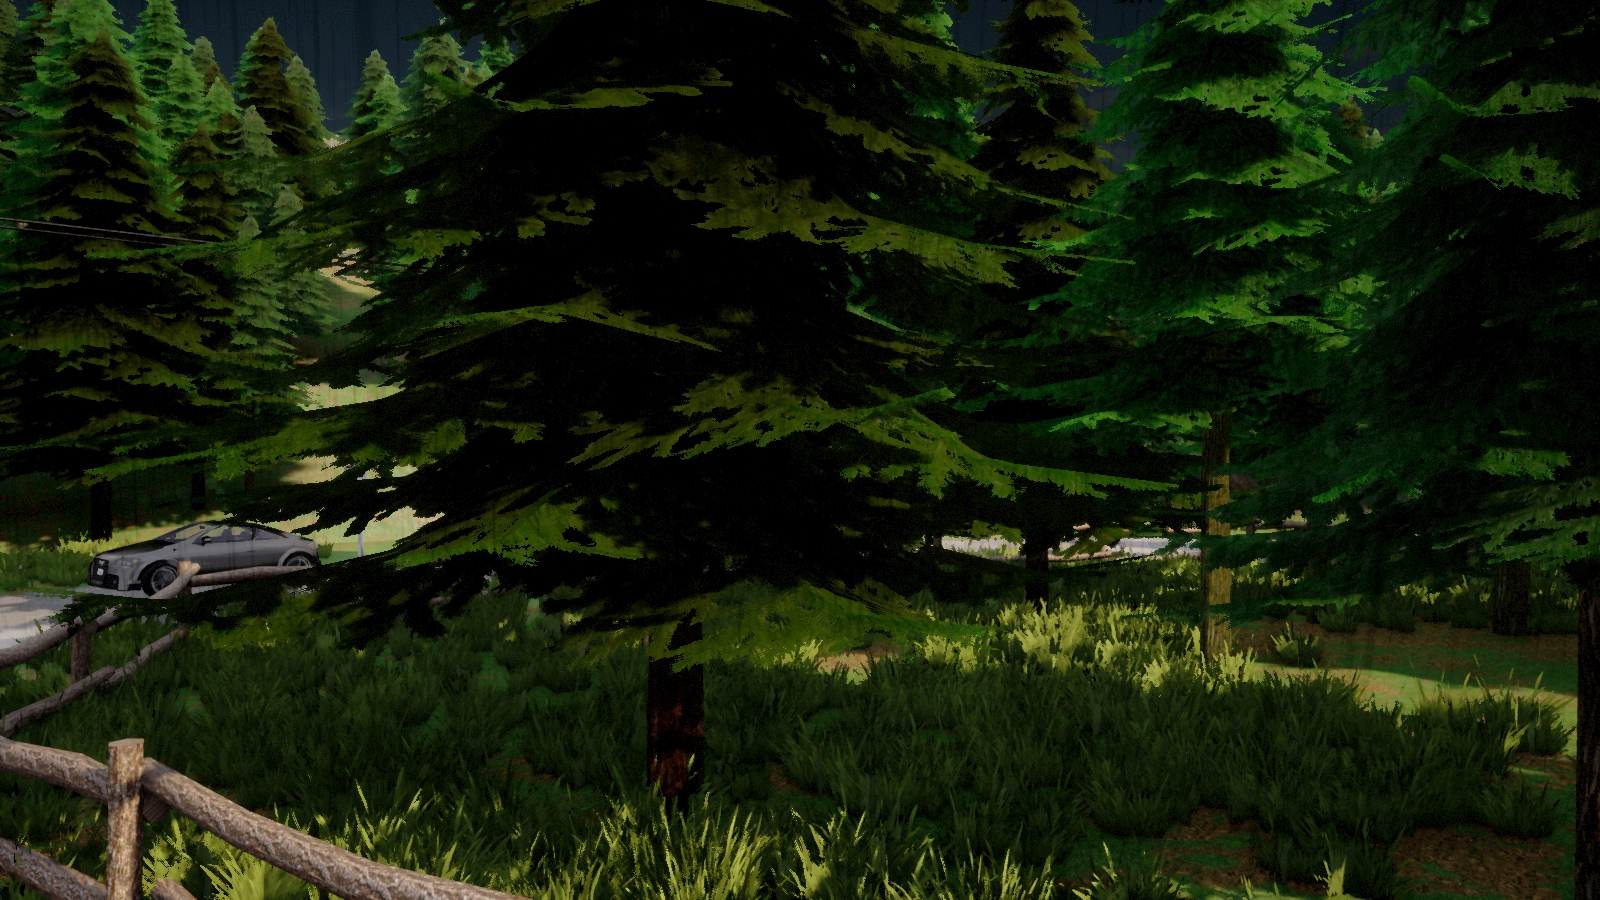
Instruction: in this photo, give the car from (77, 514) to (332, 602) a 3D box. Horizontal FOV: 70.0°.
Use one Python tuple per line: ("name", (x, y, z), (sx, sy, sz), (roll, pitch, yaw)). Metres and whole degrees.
("car", (-12.055, 2.119, 23.321), (1.994, 1.385, 4.181), (0, 0, 41))
